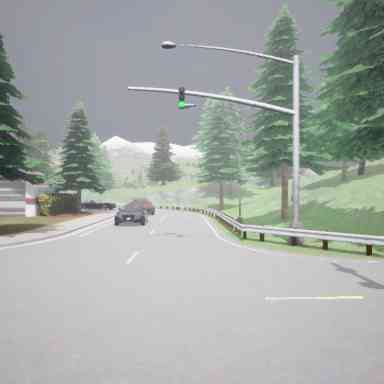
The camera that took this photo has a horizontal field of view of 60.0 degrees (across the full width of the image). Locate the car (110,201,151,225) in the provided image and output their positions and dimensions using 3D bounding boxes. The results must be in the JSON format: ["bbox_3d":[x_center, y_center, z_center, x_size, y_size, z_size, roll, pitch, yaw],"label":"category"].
[{"bbox_3d":[-4.238,1.560,23.674,1.994,1.385,4.181,0,0,-3],"label":"car"}]

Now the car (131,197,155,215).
[{"bbox_3d":[-5.169,1.347,33.455,2.097,1.767,4.553,0,0,-20],"label":"car"}]

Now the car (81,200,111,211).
[{"bbox_3d":[-11.819,1.601,41.128,4.718,1.301,1.895,0,0,14],"label":"car"}]
